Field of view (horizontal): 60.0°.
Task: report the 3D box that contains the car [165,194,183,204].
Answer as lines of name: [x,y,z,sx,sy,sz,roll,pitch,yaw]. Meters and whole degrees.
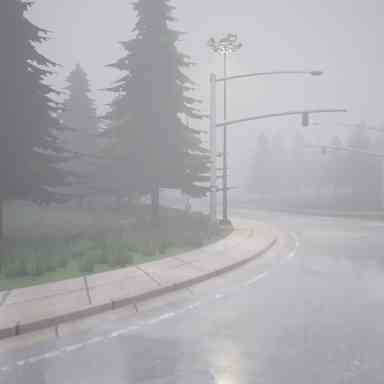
car: [-3.147,1.546,65.400,2.033,1.411,5.357,0,0,-21]

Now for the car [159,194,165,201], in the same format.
car: [-7.009,1.185,75.146,2.150,2.045,5.566,0,0,-21]
